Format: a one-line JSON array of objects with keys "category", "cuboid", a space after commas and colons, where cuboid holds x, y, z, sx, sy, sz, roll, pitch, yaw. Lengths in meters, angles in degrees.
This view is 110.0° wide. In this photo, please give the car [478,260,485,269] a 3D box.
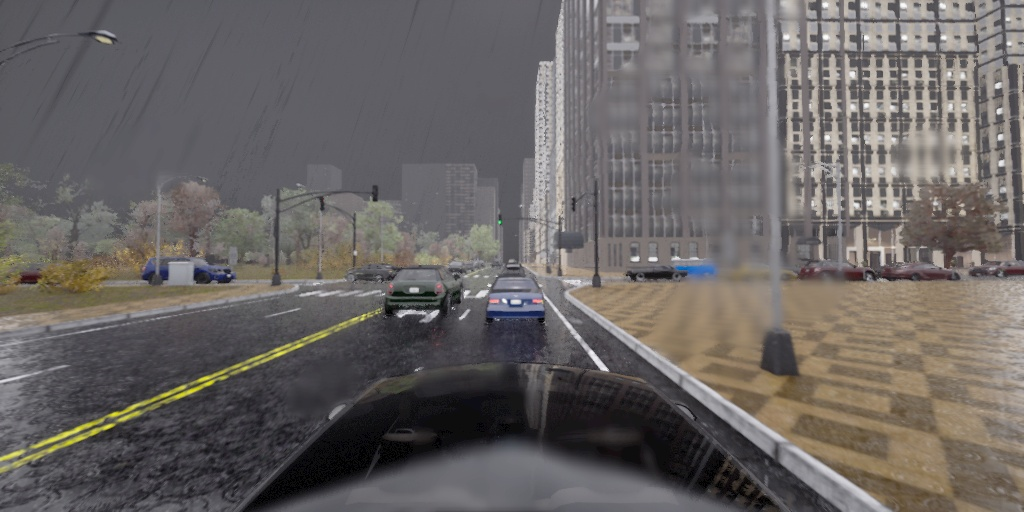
[{"category": "car", "cuboid": [-6.444, 1.459, 62.044, 2.128, 1.511, 4.902, 0, 0, 0]}]

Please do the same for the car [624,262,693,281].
[{"category": "car", "cuboid": [11.735, 1.364, 29.323, 4.718, 1.301, 1.895, 0, -2, 0]}]

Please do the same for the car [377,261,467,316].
[{"category": "car", "cuboid": [-3.140, 1.118, 13.648, 2.097, 1.767, 4.553, 0, 0, 0]}]

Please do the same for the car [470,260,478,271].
[{"category": "car", "cuboid": [-6.523, 1.471, 51.845, 1.994, 1.385, 4.181, 0, 0, 0]}]

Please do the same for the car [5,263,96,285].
[{"category": "car", "cuboid": [-32.903, 1.273, 25.714, 4.553, 1.767, 2.097, 0, -2, 0]}]

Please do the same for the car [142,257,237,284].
[{"category": "car", "cuboid": [-23.124, 1.085, 25.787, 5.566, 2.045, 2.150, 0, -2, -1]}]

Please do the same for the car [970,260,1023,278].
[{"category": "car", "cuboid": [43.937, 1.125, 32.268, 4.097, 1.591, 1.967, 0, 0, -1]}]

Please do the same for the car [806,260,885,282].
[{"category": "car", "cuboid": [21.757, 0.988, 23.993, 4.097, 1.591, 1.967, 0, 0, -1]}]

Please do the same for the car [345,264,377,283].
[{"category": "car", "cuboid": [-10.593, 1.313, 27.572, 4.892, 1.490, 1.837, 0, -2, 25]}]

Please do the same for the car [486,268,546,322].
[{"category": "car", "cuboid": [0.108, 1.311, 12.356, 2.033, 1.411, 5.357, 0, 0, 0]}]

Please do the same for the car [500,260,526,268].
[{"category": "car", "cuboid": [0.126, 1.325, 31.010, 1.837, 1.490, 4.892, 0, 0, 0]}]

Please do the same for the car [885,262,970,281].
[{"category": "car", "cuboid": [27.341, 1.103, 24.056, 4.207, 1.307, 1.802, 0, 0, -1]}]

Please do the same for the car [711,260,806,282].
[{"category": "car", "cuboid": [16.343, 1.102, 23.932, 4.829, 1.417, 1.751, 0, 0, -1]}]

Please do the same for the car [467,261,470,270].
[{"category": "car", "cuboid": [-6.552, 1.341, 42.628, 1.882, 1.535, 5.008, 0, 0, 0]}]

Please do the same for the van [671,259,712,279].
[{"category": "van", "cuboid": [15.970, 1.160, 31.950, 3.998, 1.789, 1.690, 0, 0, -1]}]
